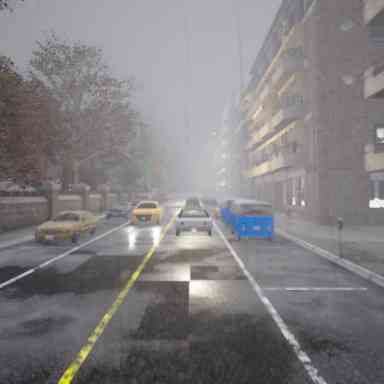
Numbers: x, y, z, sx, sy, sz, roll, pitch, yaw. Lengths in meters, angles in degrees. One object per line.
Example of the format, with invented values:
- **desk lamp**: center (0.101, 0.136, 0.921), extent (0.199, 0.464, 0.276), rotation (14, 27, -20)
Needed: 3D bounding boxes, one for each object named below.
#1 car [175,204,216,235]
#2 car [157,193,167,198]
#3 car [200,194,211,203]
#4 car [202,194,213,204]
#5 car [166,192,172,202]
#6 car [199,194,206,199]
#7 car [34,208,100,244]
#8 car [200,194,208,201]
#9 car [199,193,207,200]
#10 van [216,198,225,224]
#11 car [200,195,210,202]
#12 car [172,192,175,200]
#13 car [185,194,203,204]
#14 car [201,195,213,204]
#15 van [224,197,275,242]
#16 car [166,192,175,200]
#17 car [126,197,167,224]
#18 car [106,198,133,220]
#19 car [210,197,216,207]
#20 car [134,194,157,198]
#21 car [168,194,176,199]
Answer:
- **car**: center (0.095, 1.530, 18.212), extent (1.895, 1.301, 4.718), rotation (0, 0, 0)
- **car**: center (-5.664, 1.355, 54.451), extent (1.947, 1.339, 4.313), rotation (1, 0, 0)
- **car**: center (2.720, 1.187, 65.495), extent (1.967, 1.590, 4.097), rotation (1, 0, 0)
- **car**: center (2.714, 1.376, 48.924), extent (1.947, 1.339, 4.313), rotation (1, 0, 0)
- **car**: center (-5.657, 1.061, 65.497), extent (2.192, 1.841, 5.009), rotation (1, 0, 0)
- **car**: center (2.722, 1.244, 87.589), extent (1.802, 1.307, 4.206), rotation (1, 0, 0)
- **car**: center (-5.673, 1.464, 15.617), extent (1.752, 1.417, 4.829), rotation (1, 0, 0)
- **car**: center (2.721, 1.229, 76.712), extent (1.752, 1.417, 4.829), rotation (1, 0, 0)
- **car**: center (2.724, 1.123, 82.065), extent (1.967, 1.590, 4.097), rotation (1, 0, 0)
- **van**: center (2.712, 1.258, 21.307), extent (1.690, 1.788, 3.998), rotation (1, 0, 0)
- **car**: center (2.719, 1.270, 71.018), extent (1.887, 1.381, 4.507), rotation (1, 0, 0)
- **car**: center (-5.658, 1.227, 82.068), extent (1.887, 1.381, 4.507), rotation (1, 0, 0)
- **car**: center (0.110, 1.331, 45.201), extent (1.837, 1.490, 4.892), rotation (0, 1, 0)
- **car**: center (2.717, 1.334, 59.973), extent (1.947, 1.339, 4.313), rotation (1, 0, 0)
- **van**: center (2.711, 1.280, 15.785), extent (1.690, 1.788, 3.998), rotation (1, 0, 0)
- **car**: center (-5.653, 0.977, 87.590), extent (2.192, 1.841, 5.009), rotation (1, 0, 0)
- **car**: center (-3.091, 1.385, 23.743), extent (1.882, 1.535, 5.008), rotation (0, 0, 0)
- **car**: center (-5.670, 1.446, 26.833), extent (2.008, 1.369, 4.403), rotation (1, 0, 0)
- **car**: center (2.710, 1.421, 27.001), extent (1.752, 1.417, 4.829), rotation (1, 0, 0)
- **car**: center (-5.663, 1.168, 37.880), extent (2.192, 1.841, 5.009), rotation (1, 0, 0)
- **car**: center (-5.656, 1.185, 93.114), extent (1.887, 1.381, 4.507), rotation (1, 0, 0)
